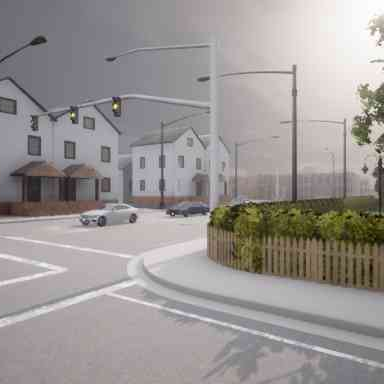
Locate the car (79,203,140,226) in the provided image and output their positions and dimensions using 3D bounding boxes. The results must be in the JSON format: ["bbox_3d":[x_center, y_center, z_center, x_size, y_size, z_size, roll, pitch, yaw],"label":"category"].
[{"bbox_3d":[-5.679,1.525,23.440,1.812,1.442,4.674,0,0,35],"label":"car"}]

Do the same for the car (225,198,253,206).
[{"bbox_3d":[5.690,1.491,39.875,2.128,1.511,4.902,0,0,35],"label":"car"}]

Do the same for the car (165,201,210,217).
[{"bbox_3d":[-0.190,1.547,31.387,2.033,1.411,5.357,0,0,35],"label":"car"}]
